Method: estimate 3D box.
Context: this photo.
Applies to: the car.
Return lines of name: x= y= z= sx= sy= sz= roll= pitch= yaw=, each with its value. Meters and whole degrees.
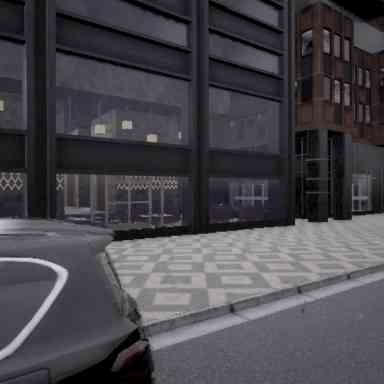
car: x=-2.813 y=1.222 z=1.377 sx=5.566 sy=2.045 sz=2.150 roll=0 pitch=0 yaw=-35
